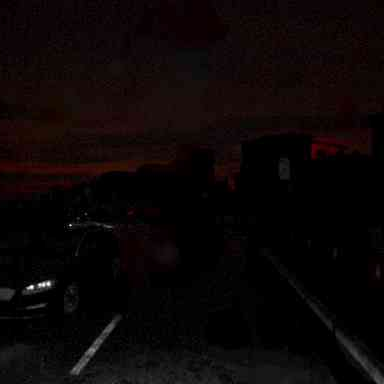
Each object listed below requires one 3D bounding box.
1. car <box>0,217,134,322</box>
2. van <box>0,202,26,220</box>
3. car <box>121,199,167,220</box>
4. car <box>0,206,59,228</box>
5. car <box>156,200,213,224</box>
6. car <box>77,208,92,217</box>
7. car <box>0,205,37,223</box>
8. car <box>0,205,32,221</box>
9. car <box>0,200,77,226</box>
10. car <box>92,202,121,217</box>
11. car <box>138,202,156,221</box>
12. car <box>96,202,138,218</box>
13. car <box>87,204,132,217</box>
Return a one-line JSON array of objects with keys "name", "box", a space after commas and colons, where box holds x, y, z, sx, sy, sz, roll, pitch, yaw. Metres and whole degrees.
[{"name": "car", "box": [-3.021, 1.556, 7.631, 2.128, 1.511, 4.902, 0, -1, 3]}, {"name": "van", "box": [-21.169, 2.099, 37.091, 4.442, 1.987, 1.878, 1, -3, -36]}, {"name": "car", "box": [-3.858, 1.791, 33.759, 5.566, 2.045, 2.435, 1, -2, -36]}, {"name": "car", "box": [-13.116, 1.891, 25.681, 4.892, 1.521, 2.231, 1, -2, -36]}, {"name": "car", "box": [-0.371, 1.777, 28.933, 4.553, 1.767, 2.185, 1, -2, -36]}, {"name": "car", "box": [-11.699, 2.183, 32.299, 1.895, 1.301, 4.718, 1, -2, -35]}, {"name": "car", "box": [-18.236, 2.127, 32.476, 5.366, 1.575, 1.946, 1, -2, -36]}, {"name": "car", "box": [-19.785, 2.217, 34.638, 5.366, 1.575, 1.946, 1, -2, -36]}, {"name": "car", "box": [-11.535, 1.577, 23.539, 5.566, 2.045, 2.435, 1, -2, -36]}, {"name": "car", "box": [-9.290, 2.112, 34.773, 1.882, 1.535, 5.008, 1, -2, -35]}, {"name": "car", "box": [-2.127, 1.974, 31.404, 5.008, 1.535, 2.097, 1, -2, -36]}, {"name": "car", "box": [-9.239, 2.194, 41.248, 4.553, 1.767, 2.185, 1, -3, -36]}, {"name": "car", "box": [-10.761, 2.425, 43.740, 5.366, 1.575, 1.946, 1, -2, -36]}]
